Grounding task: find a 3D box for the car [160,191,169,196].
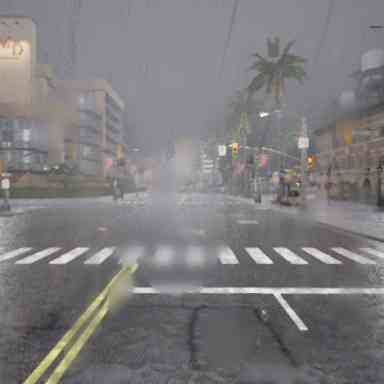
[{"bbox_3d":[-6.757,0.367,81.876,1.895,1.301,4.718,0,1,0],"label":"car"}]
